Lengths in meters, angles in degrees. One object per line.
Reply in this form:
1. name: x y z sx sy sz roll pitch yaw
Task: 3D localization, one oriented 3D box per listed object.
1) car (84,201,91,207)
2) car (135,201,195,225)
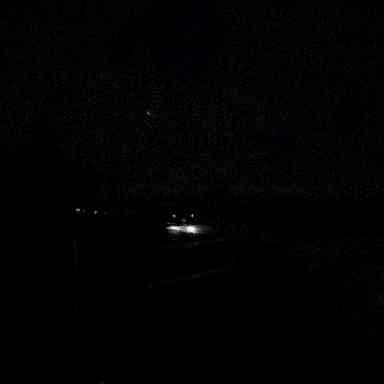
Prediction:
1. car: -12.934 1.080 38.219 2.128 1.511 4.902 2 -1 -34
2. car: -1.962 1.323 22.312 2.033 1.411 5.357 2 -1 -35
